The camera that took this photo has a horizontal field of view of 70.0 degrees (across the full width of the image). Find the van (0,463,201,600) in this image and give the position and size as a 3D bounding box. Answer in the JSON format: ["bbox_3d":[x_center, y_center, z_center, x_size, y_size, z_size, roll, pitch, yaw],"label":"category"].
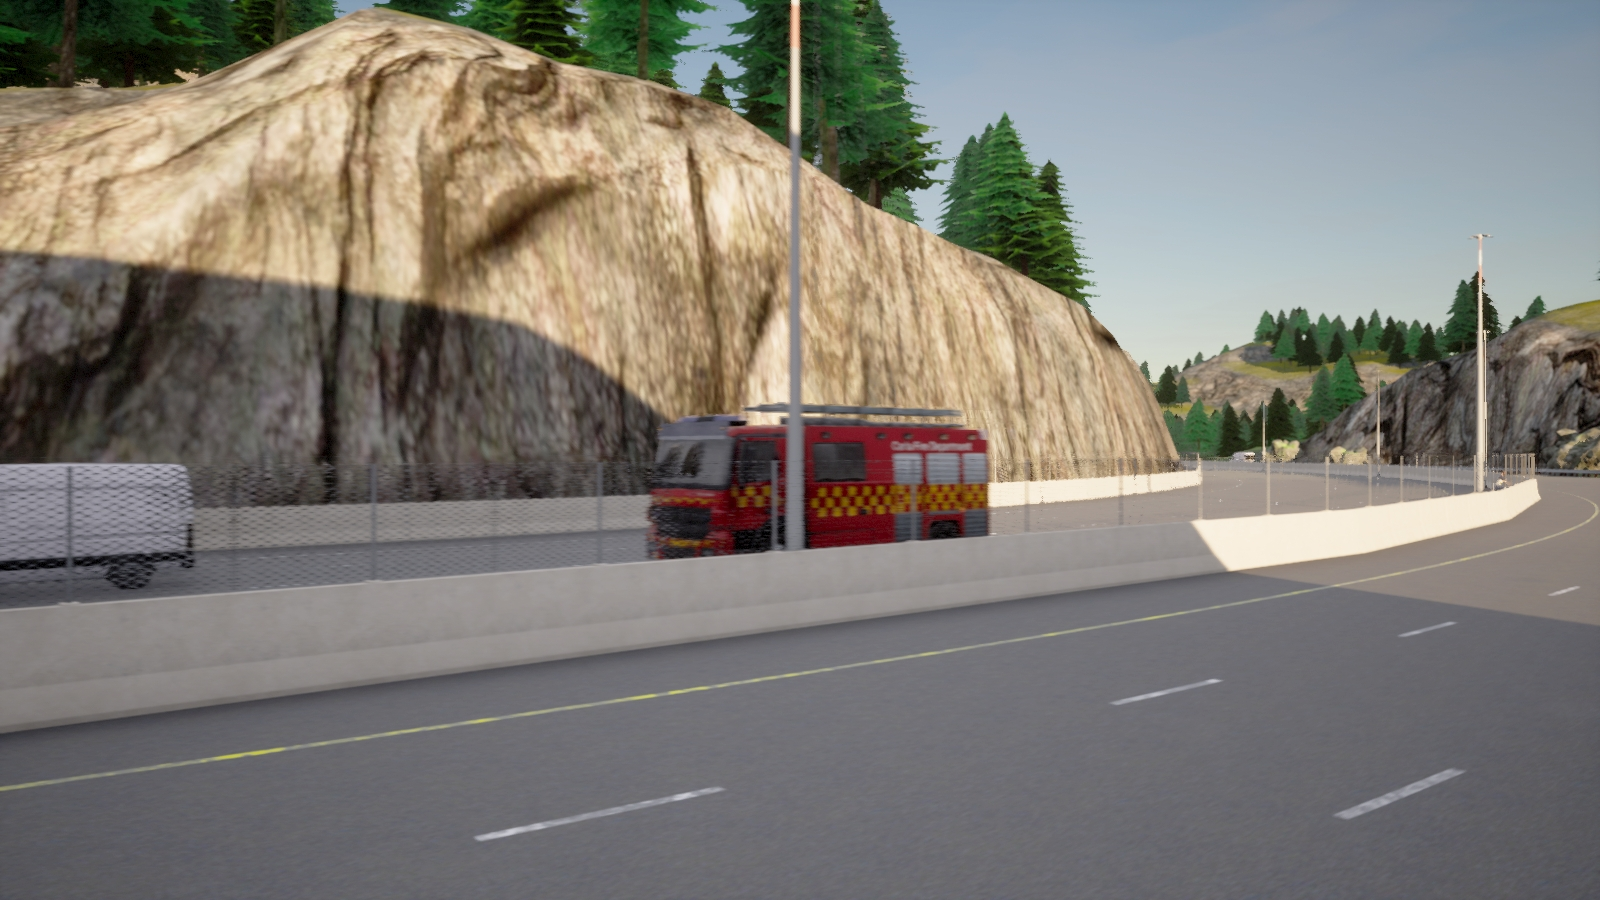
[{"bbox_3d":[-15.410,1.561,22.718,5.915,2.561,1.988,0,0,-38],"label":"van"}]

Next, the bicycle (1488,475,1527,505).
[{"bbox_3d":[36.985,2.109,59.752,1.643,1.514,0.373,-3,-5,37],"label":"bicycle"}]

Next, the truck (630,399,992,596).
[{"bbox_3d":[0.515,0.918,26.064,8.468,3.827,2.891,0,0,-41],"label":"truck"}]
